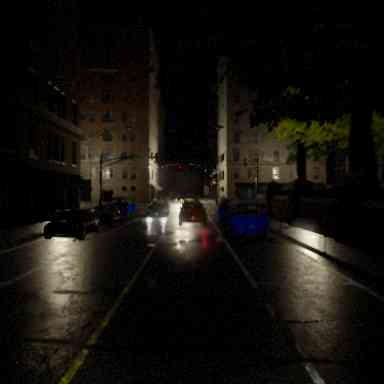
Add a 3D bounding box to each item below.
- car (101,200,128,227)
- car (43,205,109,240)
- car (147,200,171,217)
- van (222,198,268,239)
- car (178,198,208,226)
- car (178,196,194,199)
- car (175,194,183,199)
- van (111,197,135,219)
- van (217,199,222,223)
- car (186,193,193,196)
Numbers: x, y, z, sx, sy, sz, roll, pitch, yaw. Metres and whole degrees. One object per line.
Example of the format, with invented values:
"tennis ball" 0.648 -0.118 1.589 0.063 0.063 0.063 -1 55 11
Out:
"car" -5.858 1.498 22.460 1.887 1.381 4.507 0 0 0
"car" -5.857 1.533 16.801 1.947 1.339 4.313 0 0 0
"car" -3.006 1.478 31.082 2.033 1.411 5.357 0 0 0
"van" 2.669 1.308 16.813 1.690 1.788 3.998 0 0 0
"car" 0.075 1.430 23.047 1.882 1.535 5.008 0 0 1
"car" -0.005 1.418 32.466 2.128 1.511 4.902 0 0 0
"car" -3.550 1.261 91.380 1.882 1.535 5.008 0 0 -1
"van" -5.857 1.280 28.120 1.690 1.788 3.998 0 0 0
"van" 2.669 1.295 22.471 1.690 1.788 3.998 0 0 0
"car" -0.541 1.318 90.804 1.895 1.301 4.718 0 0 -1
